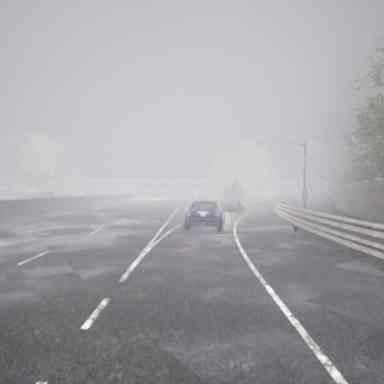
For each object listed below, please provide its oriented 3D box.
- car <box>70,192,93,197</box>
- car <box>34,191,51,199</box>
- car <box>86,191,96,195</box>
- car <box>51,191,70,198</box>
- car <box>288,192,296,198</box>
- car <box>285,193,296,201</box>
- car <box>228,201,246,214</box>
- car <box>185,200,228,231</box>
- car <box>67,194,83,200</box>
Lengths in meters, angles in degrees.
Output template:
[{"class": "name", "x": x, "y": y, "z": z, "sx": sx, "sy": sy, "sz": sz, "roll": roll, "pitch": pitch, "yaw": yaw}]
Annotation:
[{"class": "car", "x": -20.986, "y": 1.226, "z": 63.419, "sx": 1.994, "sy": 1.385, "sz": 4.181, "roll": 0, "pitch": 0, "yaw": 0}, {"class": "car", "x": -27.981, "y": 0.894, "z": 63.346, "sx": 2.150, "sy": 2.045, "sz": 5.566, "roll": 0, "pitch": 0, "yaw": 0}, {"class": "car", "x": -24.476, "y": 0.823, "z": 79.595, "sx": 2.150, "sy": 2.045, "sz": 5.566, "roll": 0, "pitch": 0, "yaw": 0}, {"class": "car", "x": -24.481, "y": 1.024, "z": 63.450, "sx": 2.097, "sy": 1.767, "sz": 4.553, "roll": 0, "pitch": 0, "yaw": 0}, {"class": "car", "x": 26.359, "y": 0.841, "z": 87.722, "sx": 1.895, "sy": 1.301, "sz": 4.718, "roll": 0, "pitch": 4, "yaw": 19}, {"class": "car", "x": 22.850, "y": 1.422, "z": 78.218, "sx": 1.812, "sy": 1.442, "sz": 4.674, "roll": 0, "pitch": 3, "yaw": 21}, {"class": "car", "x": 4.594, "y": 1.644, "z": 36.307, "sx": 2.033, "sy": 1.411, "sz": 5.357, "roll": 0, "pitch": -1, "yaw": 19}, {"class": "car", "x": 0.878, "y": 1.246, "z": 20.016, "sx": 2.097, "sy": 1.767, "sz": 4.553, "roll": 0, "pitch": 0, "yaw": 8}, {"class": "car", "x": -27.975, "y": 1.138, "z": 79.627, "sx": 2.033, "sy": 1.411, "sz": 5.357, "roll": 0, "pitch": 0, "yaw": 0}]
